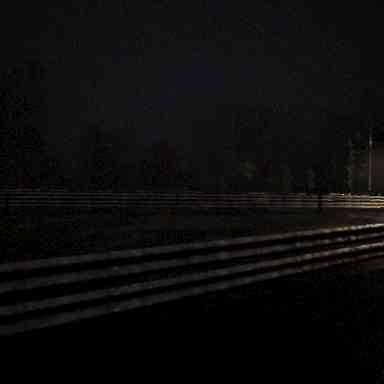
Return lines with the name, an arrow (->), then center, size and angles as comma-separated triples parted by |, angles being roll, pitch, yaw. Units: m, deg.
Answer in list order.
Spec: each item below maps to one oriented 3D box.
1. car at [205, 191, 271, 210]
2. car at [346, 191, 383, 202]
car -> 4.126, 0.751, 28.053 | 5.357, 1.411, 2.033 | 1, 0, -11
car -> 20.222, 0.737, 38.183 | 4.553, 1.767, 2.097 | 1, 0, -11
